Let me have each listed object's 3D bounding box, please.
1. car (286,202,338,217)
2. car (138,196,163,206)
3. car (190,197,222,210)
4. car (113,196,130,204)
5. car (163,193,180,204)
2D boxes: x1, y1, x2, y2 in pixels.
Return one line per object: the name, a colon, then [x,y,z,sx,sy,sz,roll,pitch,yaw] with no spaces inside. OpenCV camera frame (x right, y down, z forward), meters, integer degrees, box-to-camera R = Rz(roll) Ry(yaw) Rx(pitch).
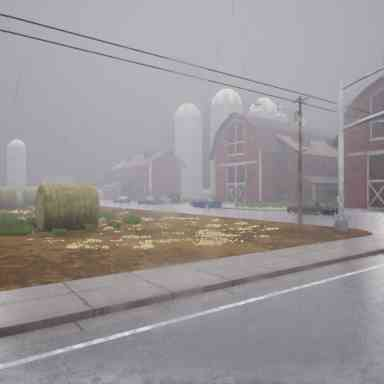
car: [11.034,1.556,30.549,1.895,1.301,4.718,0,0,-37]
car: [-7.325,1.477,55.306,1.812,1.442,4.674,-1,0,-37]
car: [1.737,1.451,43.107,1.882,1.535,5.008,0,0,-37]
car: [-13.452,1.499,63.602,1.812,1.442,4.674,0,0,-36]
car: [-3.979,1.118,57.640,3.866,1.878,1.905,-2,5,11]
